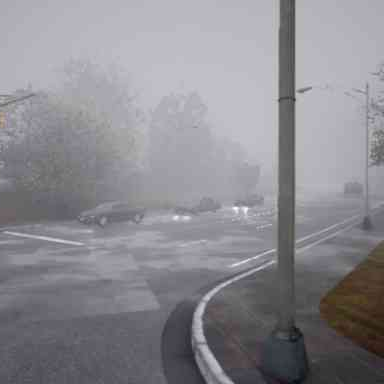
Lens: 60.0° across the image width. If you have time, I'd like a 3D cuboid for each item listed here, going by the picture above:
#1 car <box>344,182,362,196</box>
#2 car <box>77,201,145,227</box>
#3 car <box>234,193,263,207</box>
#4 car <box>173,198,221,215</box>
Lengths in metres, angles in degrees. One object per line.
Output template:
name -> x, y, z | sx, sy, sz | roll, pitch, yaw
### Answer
car -> 24.973, -0.504, 51.545 | 2.150, 2.045, 5.566 | 0, 3, 32
car -> -5.252, 1.392, 22.093 | 1.837, 1.490, 4.892 | 0, 1, 37
car -> 6.543, 0.864, 38.174 | 1.994, 1.385, 4.181 | 0, 3, 36
car -> 0.623, 1.225, 30.115 | 2.033, 1.411, 5.357 | 0, 2, 36
